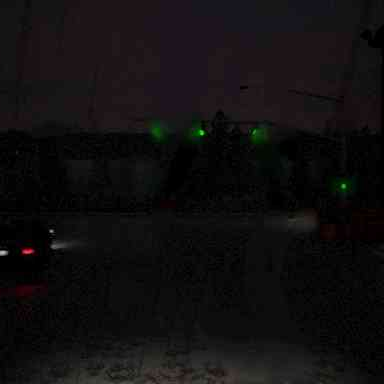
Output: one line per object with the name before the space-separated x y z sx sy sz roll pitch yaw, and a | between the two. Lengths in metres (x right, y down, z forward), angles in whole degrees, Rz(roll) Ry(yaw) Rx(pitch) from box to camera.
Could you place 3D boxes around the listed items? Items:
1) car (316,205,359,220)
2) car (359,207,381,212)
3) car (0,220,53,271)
car | 13.485 1.884 29.630 4.674 1.442 1.812 0 -1 1
car | 16.353 1.833 26.173 4.902 1.511 2.128 0 -1 -1
car | -5.656 1.621 10.800 2.033 1.411 5.357 1 -1 -20
